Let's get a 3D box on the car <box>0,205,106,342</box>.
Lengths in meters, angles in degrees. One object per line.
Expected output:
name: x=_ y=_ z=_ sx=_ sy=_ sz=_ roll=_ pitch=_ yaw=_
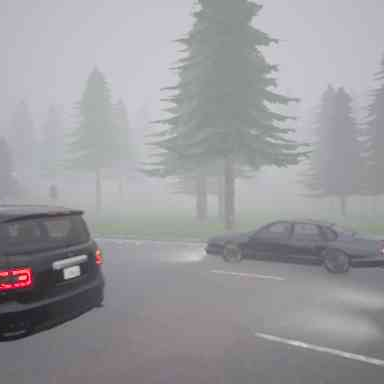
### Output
car: x=-4.153 y=1.262 z=5.808 sx=5.566 sy=2.045 sz=2.150 roll=-1 pitch=-1 yaw=24

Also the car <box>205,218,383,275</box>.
car: x=3.102 y=1.527 z=10.234 sx=5.357 sy=1.411 sz=2.033 roll=-1 pitch=0 yaw=30
